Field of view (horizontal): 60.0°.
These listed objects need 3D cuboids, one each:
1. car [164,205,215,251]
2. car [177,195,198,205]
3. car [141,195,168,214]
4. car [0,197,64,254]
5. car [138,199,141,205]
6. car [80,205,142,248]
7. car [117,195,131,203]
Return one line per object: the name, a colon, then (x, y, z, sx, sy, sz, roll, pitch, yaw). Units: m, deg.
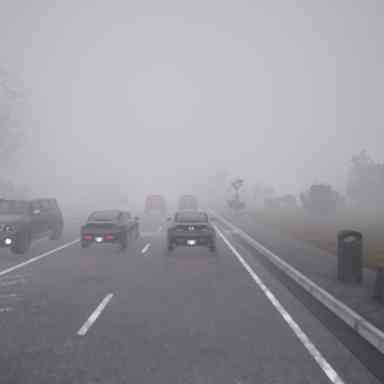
car: (-0.047, 1.542, 14.280, 1.837, 1.490, 4.892, 0, 0, -1)
car: (-0.472, 1.318, 37.190, 2.150, 2.045, 5.566, 0, 0, -1)
car: (-3.971, 1.318, 37.176, 2.150, 2.045, 5.566, 0, 0, -1)
car: (-7.234, 1.259, 13.921, 2.150, 2.045, 5.566, 0, 0, -1)
car: (-7.960, 1.591, 56.309, 1.812, 1.442, 4.674, 0, 0, -1)
car: (-3.559, 1.545, 15.034, 1.837, 1.490, 4.892, 0, 0, -1)
car: (-11.459, 1.366, 56.239, 1.837, 1.490, 4.892, 0, 0, -1)
